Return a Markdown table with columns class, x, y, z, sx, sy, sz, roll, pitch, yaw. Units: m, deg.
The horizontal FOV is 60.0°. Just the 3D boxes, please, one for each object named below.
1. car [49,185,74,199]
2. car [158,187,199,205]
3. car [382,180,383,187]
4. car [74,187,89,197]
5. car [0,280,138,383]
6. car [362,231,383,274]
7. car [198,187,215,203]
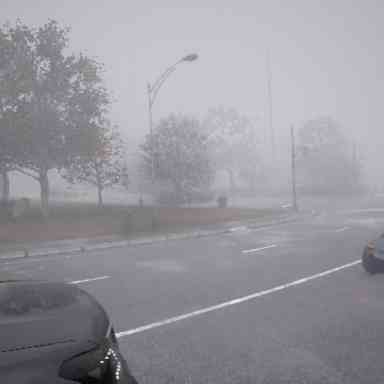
| class | x | y | z | sx | sy | sz | roll | pitch | yaw |
| --- | --- | --- | --- | --- | --- | --- | --- | --- | --- |
| car | -22.457 | -0.047 | 54.507 | 5.566 | 2.045 | 2.150 | 2 | 4 | 33 |
| car | -1.959 | 0.650 | 41.374 | 4.553 | 1.767 | 2.097 | 1 | 3 | 32 |
| car | 45.394 | -2.094 | 77.320 | 2.128 | 1.511 | 4.902 | -1 | 2 | 29 |
| car | -19.810 | -0.066 | 56.962 | 4.553 | 1.767 | 2.097 | 2 | 4 | 33 |
| car | -3.072 | 1.222 | 1.689 | 5.566 | 2.045 | 2.150 | 0 | 0 | -34 |
| car | 6.411 | 1.455 | 9.184 | 4.181 | 1.385 | 1.994 | -1 | 1 | -41 |
| car | 0.321 | 0.350 | 44.058 | 5.566 | 2.045 | 2.150 | 0 | 3 | 33 |
